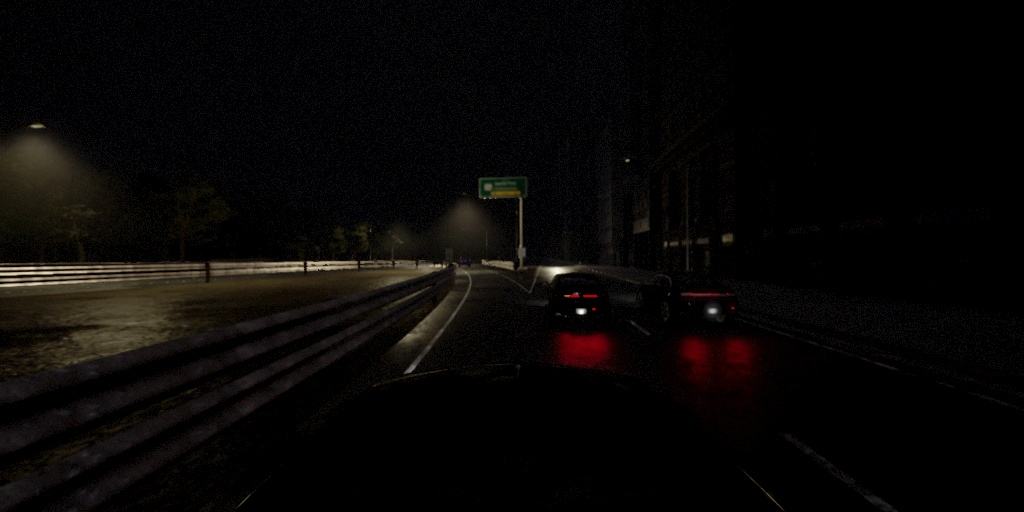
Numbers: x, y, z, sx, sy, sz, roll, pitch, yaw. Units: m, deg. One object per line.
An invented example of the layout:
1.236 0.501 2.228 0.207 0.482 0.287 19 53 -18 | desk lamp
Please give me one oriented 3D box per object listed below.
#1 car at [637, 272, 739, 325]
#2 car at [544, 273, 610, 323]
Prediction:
5.638 1.286 12.113 2.128 1.511 4.902 0 0 5 | car
2.158 1.317 12.482 1.837 1.490 4.892 0 0 5 | car
